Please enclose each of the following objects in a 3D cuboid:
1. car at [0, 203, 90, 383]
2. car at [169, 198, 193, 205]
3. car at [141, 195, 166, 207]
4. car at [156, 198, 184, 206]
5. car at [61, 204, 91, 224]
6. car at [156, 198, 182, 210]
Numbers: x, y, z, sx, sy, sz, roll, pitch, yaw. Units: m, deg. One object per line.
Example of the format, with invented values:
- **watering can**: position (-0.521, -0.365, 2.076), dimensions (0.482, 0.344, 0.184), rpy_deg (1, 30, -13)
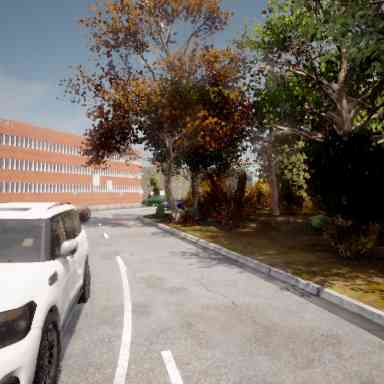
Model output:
- **car**: position (-2.925, 1.229, 5.175), dimensions (2.150, 2.045, 5.566), rpy_deg (0, 0, -11)
- **car**: position (-2.261, 1.919, 69.340), dimensions (4.674, 1.452, 2.002), rpy_deg (0, 0, 20)
- **car**: position (-6.197, 1.580, 58.746), dimensions (5.566, 2.045, 2.435), rpy_deg (0, 0, 20)
- **car**: position (-4.219, 1.858, 64.040), dimensions (5.008, 1.535, 2.097), rpy_deg (0, 0, 20)
- **car**: position (-9.402, 1.740, 27.230), dimensions (1.895, 1.301, 4.718), rpy_deg (0, 0, -14)
- **car**: position (-2.684, 1.894, 45.915), dimensions (1.895, 1.301, 4.718), rpy_deg (0, 0, 21)
